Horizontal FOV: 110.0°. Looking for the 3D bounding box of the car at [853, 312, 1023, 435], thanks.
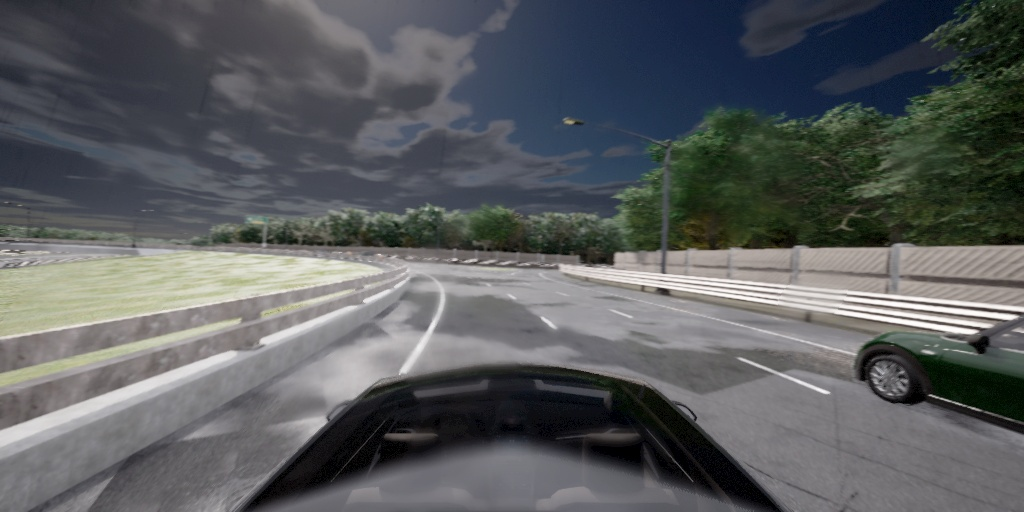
[{"bbox_3d":[6.998,1.443,4.252,2.097,1.767,4.553,3,0,-3],"label":"car"}]
